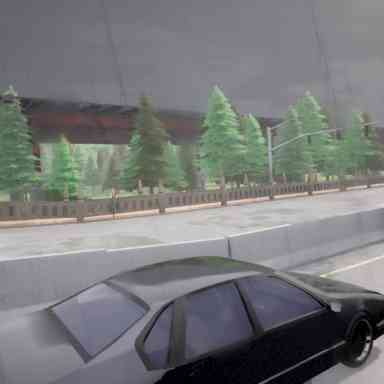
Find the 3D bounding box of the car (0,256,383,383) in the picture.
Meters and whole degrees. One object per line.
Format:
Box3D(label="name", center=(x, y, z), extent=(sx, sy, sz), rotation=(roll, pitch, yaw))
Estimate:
Box3D(label="car", center=(0.260, 1.529, 3.936), extent=(5.357, 1.411, 2.033), rotation=(-1, 1, -36))
